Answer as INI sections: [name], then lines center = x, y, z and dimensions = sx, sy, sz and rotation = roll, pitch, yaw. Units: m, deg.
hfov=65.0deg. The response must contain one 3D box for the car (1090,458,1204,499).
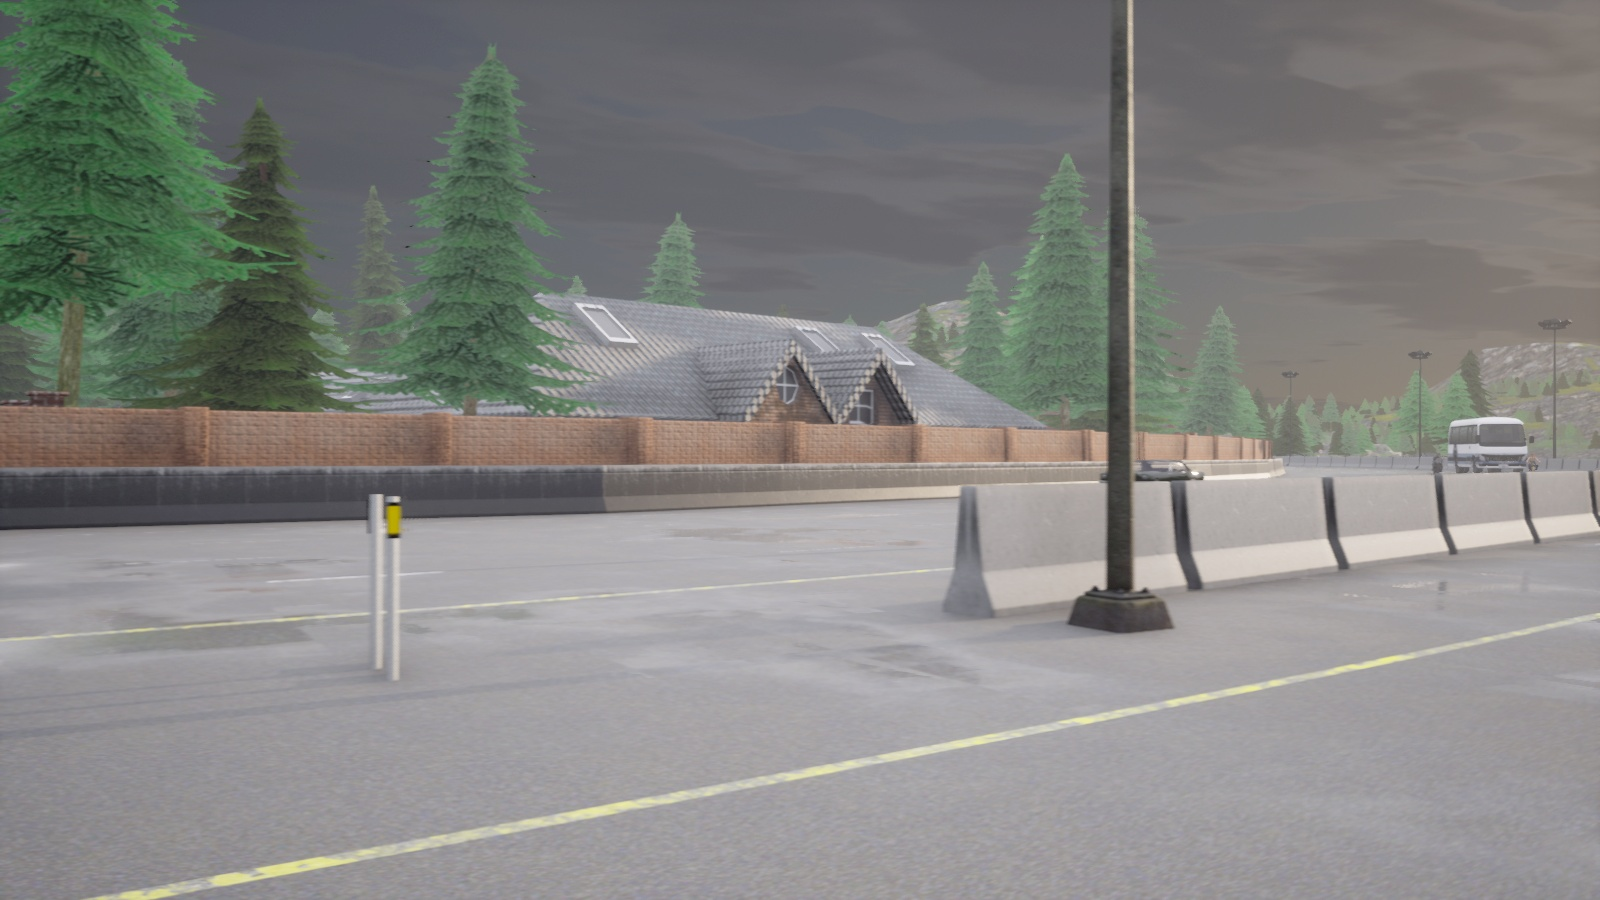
[car]
center = 11.912, 0.926, 42.920
dimensions = 1.895, 1.301, 4.718
rotation = 0, 0, 41
